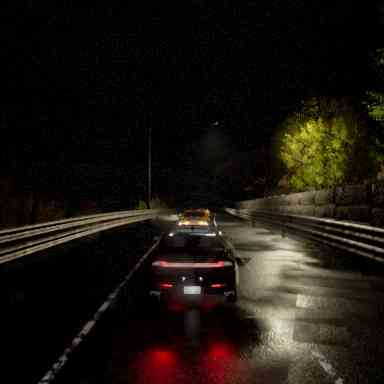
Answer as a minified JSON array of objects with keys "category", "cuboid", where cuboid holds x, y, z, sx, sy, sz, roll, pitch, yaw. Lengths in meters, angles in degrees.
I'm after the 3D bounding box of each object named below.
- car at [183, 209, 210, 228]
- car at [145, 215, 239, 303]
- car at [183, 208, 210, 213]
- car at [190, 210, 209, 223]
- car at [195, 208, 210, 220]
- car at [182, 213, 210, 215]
[{"category":"car","cuboid":[0.448,2.250,29.190,2.128,1.511,4.902,0,-3,2]},{"category":"car","cuboid":[0.012,1.555,8.293,2.128,1.511,4.902,0,-1,0]},{"category":"car","cuboid":[0.170,1.869,20.539,1.882,1.535,5.008,0,-2,1]},{"category":"car","cuboid":[0.896,2.688,36.593,1.895,1.301,4.718,0,-3,3]},{"category":"car","cuboid":[1.492,2.983,46.009,1.882,1.535,5.008,0,-3,4]},{"category":"car","cuboid":[0.062,1.796,14.522,1.895,1.301,4.718,0,-2,1]}]
